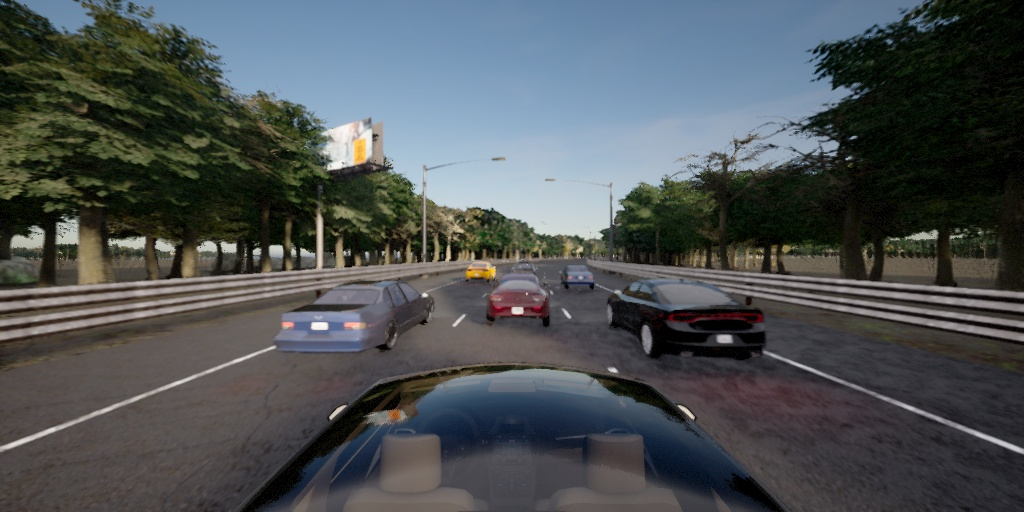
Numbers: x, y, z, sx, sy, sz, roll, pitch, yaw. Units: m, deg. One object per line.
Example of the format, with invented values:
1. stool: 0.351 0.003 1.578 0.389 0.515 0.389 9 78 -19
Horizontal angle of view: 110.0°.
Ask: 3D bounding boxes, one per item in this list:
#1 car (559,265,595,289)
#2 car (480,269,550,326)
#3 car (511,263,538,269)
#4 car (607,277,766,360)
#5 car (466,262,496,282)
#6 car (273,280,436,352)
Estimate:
1. car: 4.186 1.320 23.511 2.033 1.411 5.357 0 0 4
2. car: 0.221 1.283 11.648 1.812 1.442 4.674 0 -1 2
3. car: 0.951 1.262 27.397 2.128 1.511 4.902 0 0 4
4. car: 3.622 1.238 8.469 1.882 1.535 5.008 0 0 2
5. car: -2.434 1.243 29.096 1.882 1.535 5.008 0 0 4
6. car: -3.368 1.296 8.912 2.033 1.411 5.357 0 0 2
